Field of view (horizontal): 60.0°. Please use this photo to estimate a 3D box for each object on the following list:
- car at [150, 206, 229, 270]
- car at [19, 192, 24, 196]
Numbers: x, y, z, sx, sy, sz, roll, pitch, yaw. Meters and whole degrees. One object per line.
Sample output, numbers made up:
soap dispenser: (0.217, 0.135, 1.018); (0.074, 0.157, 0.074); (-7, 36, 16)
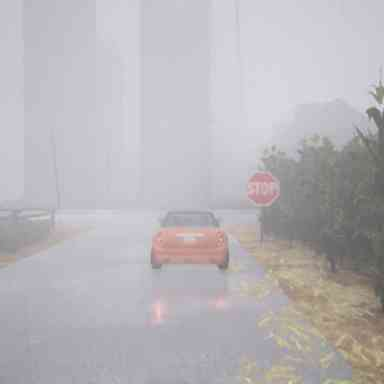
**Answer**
car: (-0.062, 1.209, 10.654); (2.097, 1.767, 4.553); (0, 1, 0)
car: (-38.151, 0.217, 77.705); (3.866, 1.878, 1.905); (0, 1, -1)
